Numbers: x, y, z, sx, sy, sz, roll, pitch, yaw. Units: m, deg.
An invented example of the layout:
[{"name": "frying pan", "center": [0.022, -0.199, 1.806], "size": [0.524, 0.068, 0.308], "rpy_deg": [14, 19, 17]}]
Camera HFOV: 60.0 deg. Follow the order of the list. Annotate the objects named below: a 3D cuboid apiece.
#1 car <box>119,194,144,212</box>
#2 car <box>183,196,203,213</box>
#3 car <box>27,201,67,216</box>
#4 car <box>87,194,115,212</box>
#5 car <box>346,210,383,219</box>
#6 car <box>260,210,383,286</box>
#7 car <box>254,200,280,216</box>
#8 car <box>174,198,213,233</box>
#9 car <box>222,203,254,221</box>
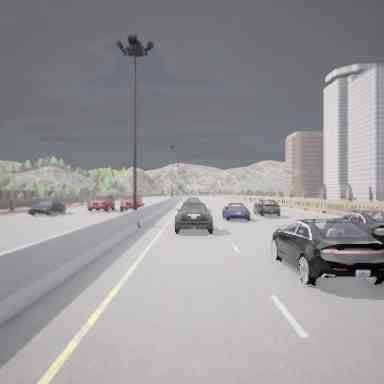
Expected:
[{"name": "car", "center": [-7.097, 1.273, 39.601], "size": [2.150, 2.045, 5.566], "rpy_deg": [0, 0, 0]}, {"name": "car", "center": [0.094, 1.402, 37.718], "size": [2.097, 1.767, 4.553], "rpy_deg": [0, 0, 0]}, {"name": "car", "center": [-14.100, 1.585, 32.763], "size": [2.033, 1.411, 5.357], "rpy_deg": [0, 0, 0]}, {"name": "car", "center": [-10.598, 1.272, 39.287], "size": [2.150, 2.045, 5.566], "rpy_deg": [0, 0, 0]}, {"name": "car", "center": [7.097, 1.498, 13.653], "size": [2.128, 1.511, 4.902], "rpy_deg": [0, 0, 0]}, {"name": "car", "center": [3.599, 1.494, 9.425], "size": [2.128, 1.511, 4.902], "rpy_deg": [0, 0, 0]}, {"name": "car", "center": [7.095, 1.528, 31.903], "size": [2.128, 1.511, 4.902], "rpy_deg": [0, 0, 0]}, {"name": "car", "center": [0.096, 1.365, 19.745], "size": [2.097, 1.767, 4.553], "rpy_deg": [0, 0, 0]}, {"name": "car", "center": [3.595, 1.592, 27.641], "size": [1.994, 1.385, 4.181], "rpy_deg": [0, 0, 0]}]
